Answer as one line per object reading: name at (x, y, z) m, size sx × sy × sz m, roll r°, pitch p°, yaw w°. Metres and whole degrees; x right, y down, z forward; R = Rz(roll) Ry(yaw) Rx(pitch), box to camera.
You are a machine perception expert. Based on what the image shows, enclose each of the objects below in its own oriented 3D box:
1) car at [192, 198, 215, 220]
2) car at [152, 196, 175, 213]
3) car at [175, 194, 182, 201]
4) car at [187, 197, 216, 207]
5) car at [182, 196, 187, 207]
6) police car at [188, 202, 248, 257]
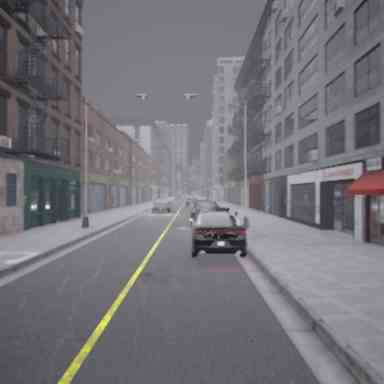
car at (0.903, 1.394, 28.989) m, size 1.801 × 1.575 × 5.366 m, roll 0°, pitch 0°, yaw 0°
car at (-3.096, 1.455, 35.302) m, size 1.812 × 1.442 × 4.674 m, roll 0°, pitch 0°, yaw 0°
car at (-2.993, 1.260, 76.517) m, size 2.033 × 1.411 × 5.357 m, roll 0°, pitch 0°, yaw 0°
car at (0.902, 1.299, 22.768) m, size 2.097 × 1.767 × 4.553 m, roll 0°, pitch 0°, yaw 0°
car at (0.016, 1.413, 49.200) m, size 2.128 × 1.511 × 4.902 m, roll 0°, pitch 0°, yaw 0°
police car at (0.902, 1.393, 12.908) m, size 1.930 × 1.638 × 5.238 m, roll 0°, pitch 0°, yaw 0°
